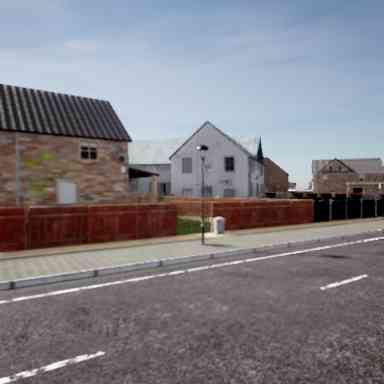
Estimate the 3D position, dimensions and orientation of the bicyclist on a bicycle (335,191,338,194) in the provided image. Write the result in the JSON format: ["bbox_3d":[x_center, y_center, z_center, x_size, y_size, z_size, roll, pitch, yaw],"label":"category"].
[{"bbox_3d":[22.648,0.735,52.086,0.582,1.620,1.656,1,1,19],"label":"bicyclist on a bicycle"}]
